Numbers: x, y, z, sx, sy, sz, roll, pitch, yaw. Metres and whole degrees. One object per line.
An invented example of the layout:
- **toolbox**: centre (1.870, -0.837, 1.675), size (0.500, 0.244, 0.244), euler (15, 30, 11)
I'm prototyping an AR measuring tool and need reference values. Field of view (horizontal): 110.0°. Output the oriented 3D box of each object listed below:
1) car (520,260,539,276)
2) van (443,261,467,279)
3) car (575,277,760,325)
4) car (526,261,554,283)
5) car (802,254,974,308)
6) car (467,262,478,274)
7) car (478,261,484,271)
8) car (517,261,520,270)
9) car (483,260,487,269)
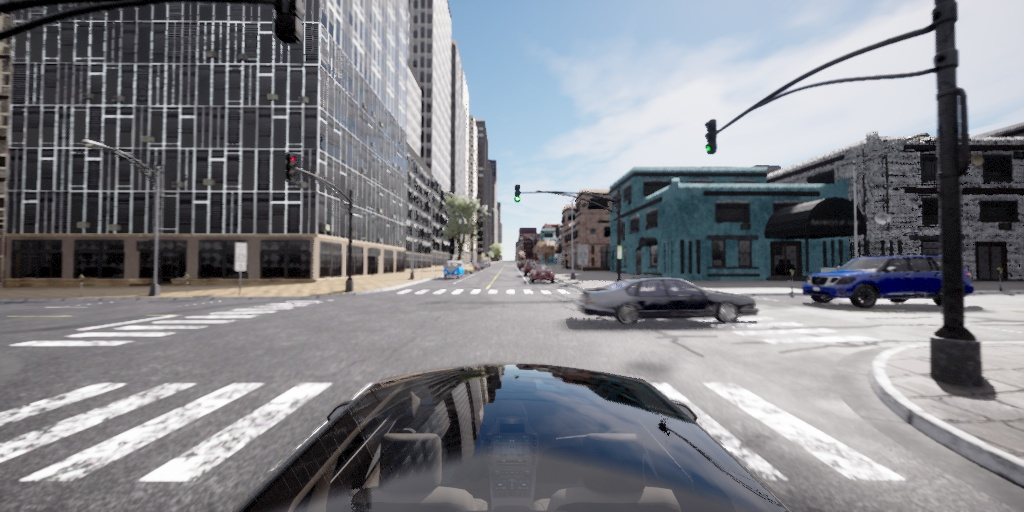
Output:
- **car**: centre (2.414, 1.411, 42.285), size (2.192, 1.841, 5.009), euler (0, 0, 0)
- **van**: centre (-5.930, 1.373, 36.518), size (1.690, 1.789, 3.998), euler (0, 0, 0)
- **car**: centre (4.799, 1.375, 11.592), size (5.357, 1.411, 2.033), euler (-1, -1, 0)
- **car**: centre (2.488, 1.441, 30.938), size (1.967, 1.591, 4.097), euler (0, 0, 0)
- **car**: centre (15.199, 0.979, 14.688), size (5.566, 2.045, 2.150), euler (0, -1, 0)
- **car**: centre (-6.003, 1.652, 47.695), size (1.751, 1.417, 4.829), euler (0, 0, 0)
- **car**: centre (-6.079, 1.803, 59.212), size (1.802, 1.307, 4.207), euler (0, 0, 0)
- **car**: centre (2.264, 1.600, 64.980), size (2.192, 1.841, 5.009), euler (0, 0, 0)
- **car**: centre (-6.116, 1.834, 64.886), size (1.948, 1.339, 4.313), euler (0, 0, 0)
